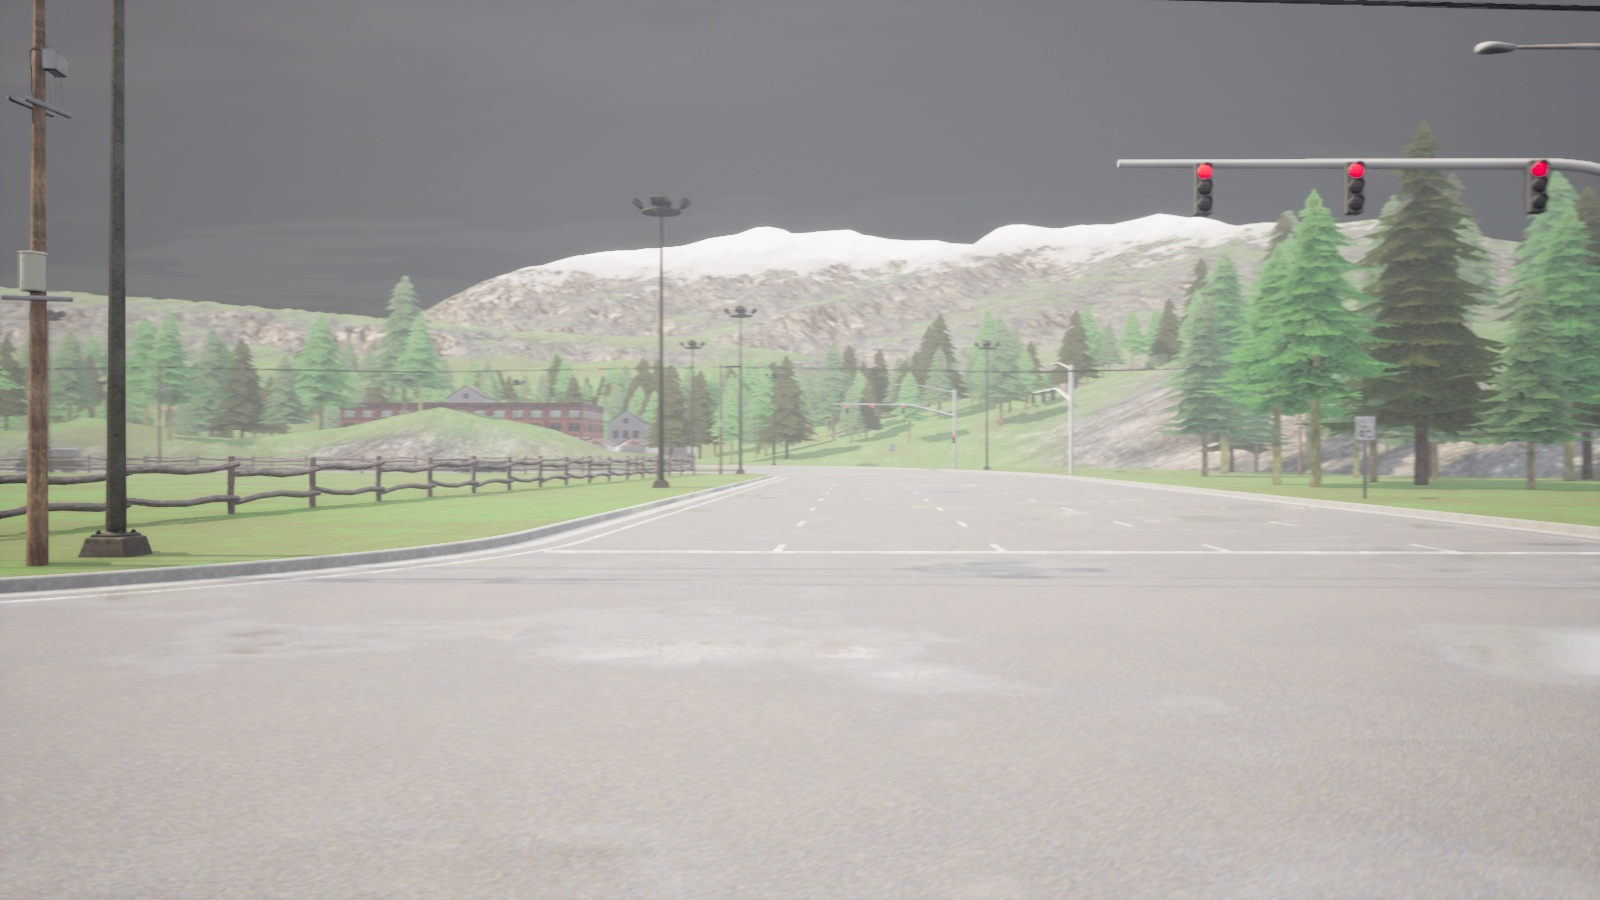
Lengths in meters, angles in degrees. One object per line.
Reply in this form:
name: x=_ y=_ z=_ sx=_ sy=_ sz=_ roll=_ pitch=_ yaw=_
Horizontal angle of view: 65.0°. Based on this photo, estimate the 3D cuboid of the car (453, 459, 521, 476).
car: x=-23.797 y=1.310 z=95.546 sx=4.718 sy=1.301 sz=1.895 roll=0 pitch=0 yaw=2
